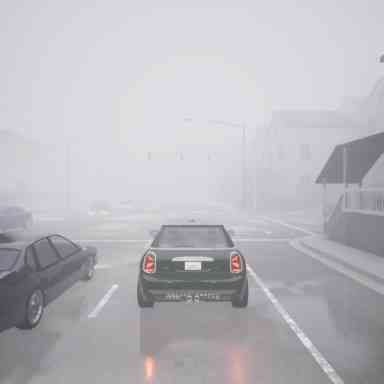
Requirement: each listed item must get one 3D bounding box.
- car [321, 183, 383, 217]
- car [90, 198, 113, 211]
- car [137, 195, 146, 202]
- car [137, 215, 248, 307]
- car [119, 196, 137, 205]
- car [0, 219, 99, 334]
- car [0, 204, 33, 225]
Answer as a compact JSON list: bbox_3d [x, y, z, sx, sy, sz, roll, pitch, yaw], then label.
[{"bbox_3d":[13.707,0.727,27.933,5.566,2.045,2.150,-14,0,-2],"label":"car"},{"bbox_3d":[-10.998,1.526,40.635,1.812,1.442,4.674,0,0,-1],"label":"car"},{"bbox_3d":[-11.217,1.349,72.436,2.097,1.767,4.553,0,0,-1],"label":"car"},{"bbox_3d":[0.006,1.352,8.124,2.097,1.767,4.553,0,0,0],"label":"car"},{"bbox_3d":[-11.142,1.564,56.727,1.994,1.385,4.181,0,0,0],"label":"car"},{"bbox_3d":[-3.485,1.547,6.843,2.033,1.411,5.357,0,0,0],"label":"car"},{"bbox_3d":[-10.780,1.477,18.575,1.882,1.535,5.008,0,0,-1],"label":"car"}]
